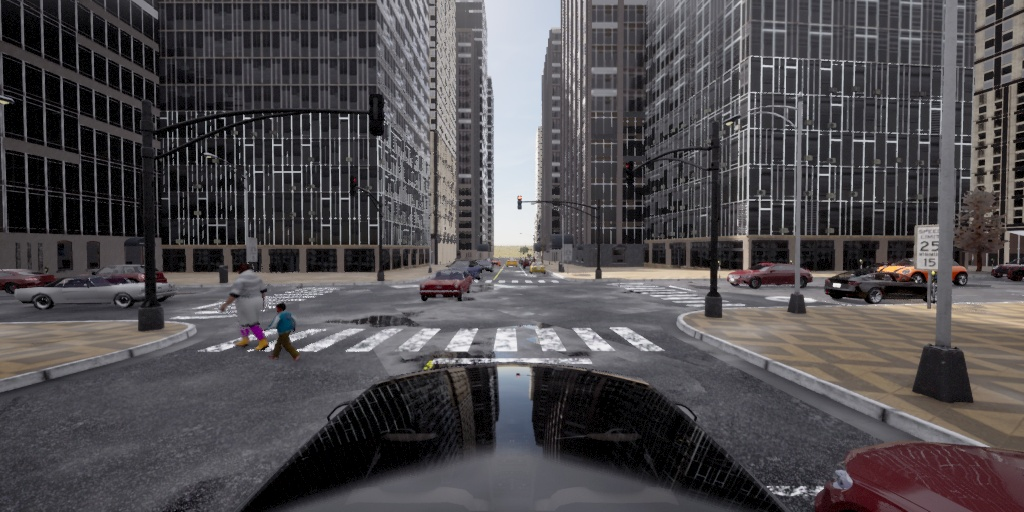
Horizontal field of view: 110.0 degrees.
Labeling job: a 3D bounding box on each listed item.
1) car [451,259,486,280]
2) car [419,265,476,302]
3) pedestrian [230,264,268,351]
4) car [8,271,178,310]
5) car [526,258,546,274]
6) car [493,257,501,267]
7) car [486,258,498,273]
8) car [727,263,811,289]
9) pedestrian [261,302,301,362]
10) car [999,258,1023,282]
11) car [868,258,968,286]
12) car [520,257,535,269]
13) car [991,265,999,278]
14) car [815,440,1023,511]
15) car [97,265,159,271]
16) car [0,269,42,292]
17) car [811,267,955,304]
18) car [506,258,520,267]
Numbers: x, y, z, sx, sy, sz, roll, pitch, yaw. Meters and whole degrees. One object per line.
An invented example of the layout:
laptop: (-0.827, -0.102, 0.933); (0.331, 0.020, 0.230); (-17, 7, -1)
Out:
car: (-3.824, 1.084, 27.558); (2.097, 1.767, 4.553); (0, 0, 11)
car: (-3.120, 1.363, 17.624); (1.895, 1.301, 4.718); (0, 1, 0)
pedestrian: (-5.544, 1.041, 7.570); (0.375, 1.860, 0.375); (-1, 1, 0)
car: (-17.345, 1.469, 15.211); (4.718, 1.301, 1.895); (0, 1, -6)
car: (2.806, 1.254, 39.957); (1.751, 1.417, 4.829); (0, 0, 0)
car: (-3.078, 1.052, 64.387); (2.097, 1.767, 4.553); (0, 0, 0)
car: (-3.115, 1.273, 42.625); (2.033, 1.411, 5.357); (0, 0, 0)
car: (15.392, 1.135, 21.460); (4.674, 1.442, 1.812); (0, 1, -5)
pedestrian: (-4.256, 1.422, 6.768); (0.500, 1.100, 0.500); (-1, 1, 0)
car: (35.349, 0.845, 23.291); (4.553, 1.767, 2.097); (0, 1, -5)
car: (25.339, 0.904, 22.370); (4.553, 1.767, 2.097); (0, 1, -5)
car: (2.710, 1.028, 55.039); (2.192, 1.841, 5.009); (0, 0, 0)
car: (37.693, 0.864, 26.134); (4.097, 1.591, 1.967); (0, 0, -5)
car: (2.692, 1.333, 0.419); (1.802, 1.307, 4.207); (0, 0, 0)
car: (-22.578, 1.216, 20.552); (4.097, 1.591, 1.967); (0, 0, -5)
car: (-28.204, 1.390, 20.028); (4.207, 1.307, 1.802); (0, 0, -5)
car: (16.124, 1.293, 15.717); (4.313, 1.339, 1.948); (0, 0, -5)
car: (-0.025, 1.178, 65.017); (1.882, 1.535, 5.008); (0, 0, 0)
